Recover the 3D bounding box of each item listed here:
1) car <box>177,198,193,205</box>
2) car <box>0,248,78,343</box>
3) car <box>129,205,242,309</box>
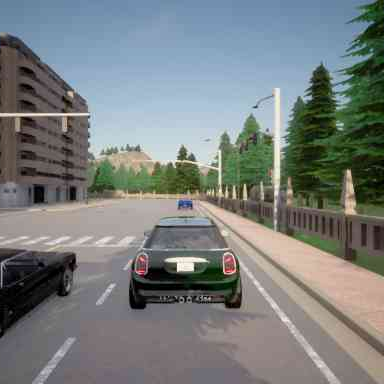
[{"bbox_3d":[-0.885,1.478,43.887,1.882,1.535,5.008,0,0,-1],"label":"car"},{"bbox_3d":[-3.548,1.601,5.660,1.895,1.301,4.718,0,0,-1],"label":"car"},{"bbox_3d":[-0.133,1.352,8.033,2.097,1.767,4.553,0,0,0],"label":"car"}]
